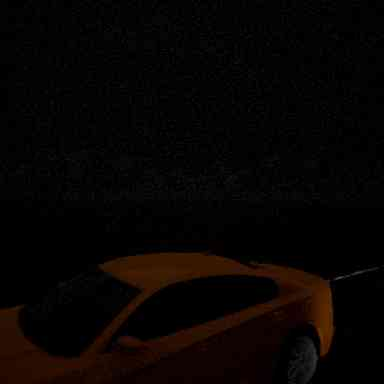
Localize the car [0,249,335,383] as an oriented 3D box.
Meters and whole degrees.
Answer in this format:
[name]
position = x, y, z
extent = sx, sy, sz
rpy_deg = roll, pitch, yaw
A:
[car]
position = -0.473, 1.483, 3.657
extent = 5.008, 1.535, 1.882
rpy_deg = 0, 0, -36
